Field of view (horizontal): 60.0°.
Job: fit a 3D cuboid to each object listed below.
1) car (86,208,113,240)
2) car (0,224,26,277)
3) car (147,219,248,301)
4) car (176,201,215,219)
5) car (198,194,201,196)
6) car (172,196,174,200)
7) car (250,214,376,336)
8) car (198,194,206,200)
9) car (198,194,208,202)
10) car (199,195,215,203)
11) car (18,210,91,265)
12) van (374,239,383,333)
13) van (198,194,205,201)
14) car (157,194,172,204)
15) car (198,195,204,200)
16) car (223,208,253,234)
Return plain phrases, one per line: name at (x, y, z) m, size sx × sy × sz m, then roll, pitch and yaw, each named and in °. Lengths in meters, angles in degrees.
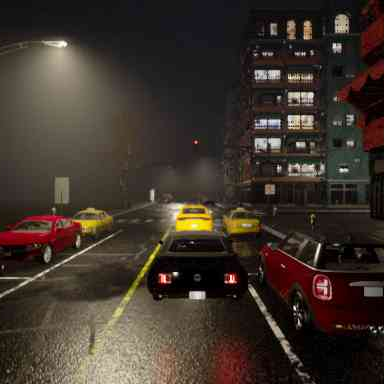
car at (-5.304, 1.529, 17.151) m, size 1.752 × 1.417 × 4.829 m, roll 1°, pitch 0°, yaw 0°
car at (-5.306, 1.552, 6.248) m, size 2.008 × 1.369 × 4.403 m, roll 1°, pitch 0°, yaw 0°
car at (0.102, 1.603, 8.300) m, size 1.895 × 1.301 × 4.718 m, roll 0°, pitch 0°, yaw 0°
car at (0.104, 1.482, 18.417) m, size 1.882 × 1.535 × 5.008 m, roll 0°, pitch 0°, yaw 0°
car at (2.582, 1.586, 72.905) m, size 1.947 × 1.339 × 4.313 m, roll 1°, pitch 0°, yaw 0°
car at (-5.296, 1.333, 66.762) m, size 2.192 × 1.841 × 5.009 m, roll 1°, pitch 0°, yaw 0°
car at (2.576, 1.441, 6.657) m, size 1.967 × 1.590 × 4.097 m, roll 1°, pitch 0°, yaw 0°
car at (2.580, 1.598, 61.583) m, size 1.802 × 1.307 × 4.206 m, roll 1°, pitch 0°, yaw 0°
car at (2.585, 1.337, 78.567) m, size 2.192 × 1.841 × 5.009 m, roll 1°, pitch 0°, yaw 0°
car at (2.579, 1.564, 50.261) m, size 2.008 × 1.369 × 4.403 m, roll 1°, pitch 0°, yaw 0°
car at (-5.305, 1.547, 11.785) m, size 1.887 × 1.381 × 4.507 m, roll 1°, pitch 0°, yaw 0°
van at (2.576, 1.341, 1.112) m, size 1.690 × 1.788 × 3.998 m, roll 1°, pitch 0°, yaw 0°
van at (2.586, 1.367, 89.889) m, size 1.690 × 1.788 × 3.998 m, roll 1°, pitch 0°, yaw 0°
car at (-5.298, 1.456, 61.107) m, size 1.967 × 1.590 × 4.097 m, roll 1°, pitch 0°, yaw 0°
car at (2.585, 1.553, 95.720) m, size 1.752 × 1.417 × 4.829 m, roll 1°, pitch 0°, yaw 0°
car at (2.576, 1.529, 17.917) m, size 1.752 × 1.417 × 4.829 m, roll 1°, pitch 0°, yaw 0°
